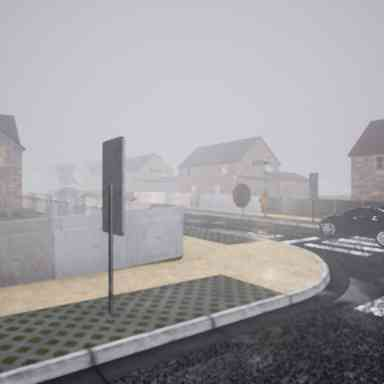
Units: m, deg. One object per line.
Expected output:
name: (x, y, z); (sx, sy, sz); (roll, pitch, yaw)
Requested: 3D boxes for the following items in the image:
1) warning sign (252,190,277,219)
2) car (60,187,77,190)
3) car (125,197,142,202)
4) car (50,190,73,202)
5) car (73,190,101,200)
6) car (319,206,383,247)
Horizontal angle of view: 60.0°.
warning sign: (4.923, 0.800, 22.505); (1.300, 1.860, 1.060); (-1, 1, -36)
car: (-19.657, 0.281, 52.344); (2.150, 2.045, 5.566); (0, 1, -36)
car: (-4.968, 1.101, 27.082); (1.895, 1.301, 4.718); (0, 1, -36)
car: (-18.047, 0.742, 45.374); (1.895, 1.301, 4.718); (0, 1, -35)
car: (-13.640, 0.749, 44.068); (2.033, 1.411, 5.357); (0, 1, -35)
car: (7.611, 1.343, 14.172); (1.837, 1.490, 4.892); (4, 0, -21)
